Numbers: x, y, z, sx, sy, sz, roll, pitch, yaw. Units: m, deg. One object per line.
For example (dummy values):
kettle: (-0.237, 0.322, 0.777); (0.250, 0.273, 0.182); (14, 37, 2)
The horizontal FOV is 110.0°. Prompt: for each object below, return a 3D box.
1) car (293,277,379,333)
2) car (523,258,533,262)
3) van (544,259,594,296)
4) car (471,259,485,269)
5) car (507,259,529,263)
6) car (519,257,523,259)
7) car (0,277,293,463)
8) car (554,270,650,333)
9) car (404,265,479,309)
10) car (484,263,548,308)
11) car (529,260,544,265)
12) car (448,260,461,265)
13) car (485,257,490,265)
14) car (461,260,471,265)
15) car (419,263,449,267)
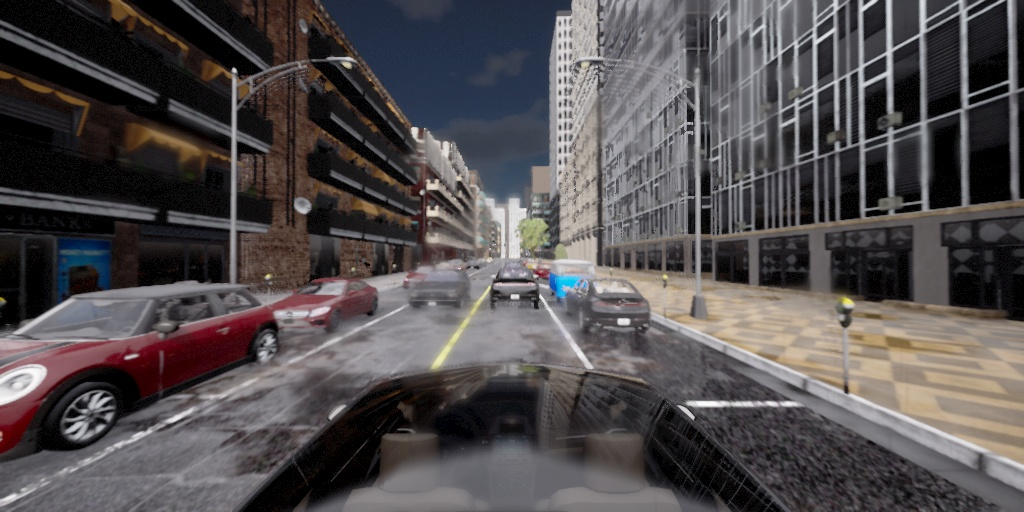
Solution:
car: (-5.311, 1.303, 10.619); (1.802, 1.307, 4.207); (0, 0, 0)
car: (2.580, 1.144, 44.531); (1.751, 1.417, 4.829); (0, 0, 0)
van: (2.571, 1.045, 16.099); (1.690, 1.789, 3.998); (0, 0, 0)
car: (-5.308, 1.167, 50.144); (1.948, 1.339, 4.313); (0, 0, 0)
car: (0.111, 1.205, 31.161); (2.033, 1.411, 5.357); (0, 0, 0)
car: (2.584, 1.025, 55.665); (1.967, 1.591, 4.097); (0, 0, 0)
car: (-5.313, 1.179, 4.972); (1.967, 1.591, 4.097); (0, 0, 0)
car: (2.570, 1.273, 10.447); (2.007, 1.370, 4.403); (0, 0, 0)
car: (-2.748, 1.255, 15.005); (2.033, 1.411, 5.357); (0, 0, 0)
car: (0.105, 1.199, 14.895); (2.128, 1.511, 4.902); (0, 0, 0)
car: (2.575, 1.214, 27.404); (1.888, 1.381, 4.507); (0, 0, 0)
car: (-5.306, 1.194, 27.388); (1.751, 1.417, 4.829); (0, 0, 0)
car: (-5.268, 1.119, 61.437); (2.007, 1.370, 4.403); (0, 0, 0)
car: (-5.304, 1.091, 33.204); (1.967, 1.591, 4.097); (0, 0, 0)
car: (-5.308, 1.268, 21.911); (1.802, 1.307, 4.207); (0, 0, 0)
